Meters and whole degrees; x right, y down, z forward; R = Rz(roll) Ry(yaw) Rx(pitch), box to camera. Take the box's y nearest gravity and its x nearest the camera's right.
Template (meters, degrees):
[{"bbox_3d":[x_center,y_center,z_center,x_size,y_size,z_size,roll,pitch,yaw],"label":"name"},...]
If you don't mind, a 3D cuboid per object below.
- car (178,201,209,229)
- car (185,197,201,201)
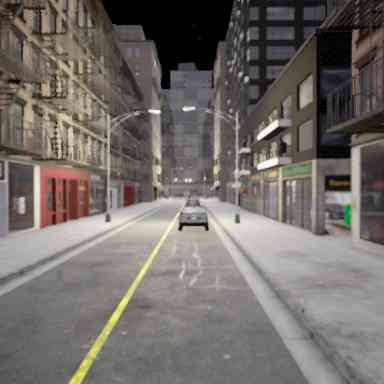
[{"bbox_3d":[0.100,1.529,21.221,2.033,1.411,5.357,0,0,0],"label":"car"},{"bbox_3d":[0.095,1.424,43.604,2.128,1.511,4.902,0,0,0],"label":"car"}]
